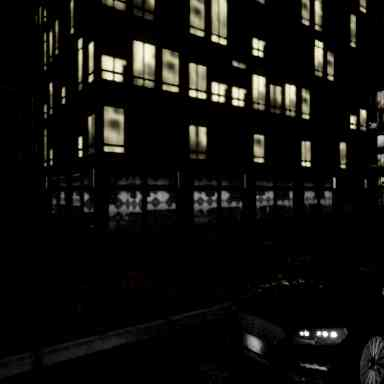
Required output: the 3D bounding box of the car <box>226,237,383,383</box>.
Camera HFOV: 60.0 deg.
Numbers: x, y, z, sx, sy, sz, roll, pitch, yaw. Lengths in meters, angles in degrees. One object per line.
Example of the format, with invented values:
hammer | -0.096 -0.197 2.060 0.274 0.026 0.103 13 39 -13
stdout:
car | 2.726 1.532 5.319 4.902 1.511 2.128 1 0 -35
